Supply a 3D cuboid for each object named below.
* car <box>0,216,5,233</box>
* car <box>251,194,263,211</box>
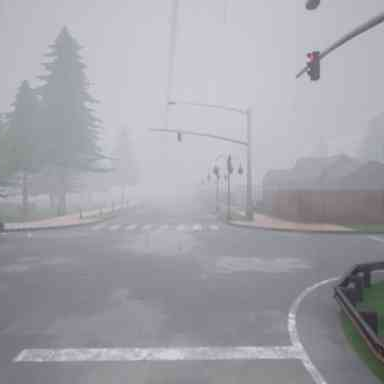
[{"bbox_3d":[-11.237,1.488,15.212,4.892,1.490,1.837,0,0,1],"label":"car"},{"bbox_3d":[8.819,1.128,36.495,4.605,1.855,1.932,0,0,-1],"label":"car"}]
